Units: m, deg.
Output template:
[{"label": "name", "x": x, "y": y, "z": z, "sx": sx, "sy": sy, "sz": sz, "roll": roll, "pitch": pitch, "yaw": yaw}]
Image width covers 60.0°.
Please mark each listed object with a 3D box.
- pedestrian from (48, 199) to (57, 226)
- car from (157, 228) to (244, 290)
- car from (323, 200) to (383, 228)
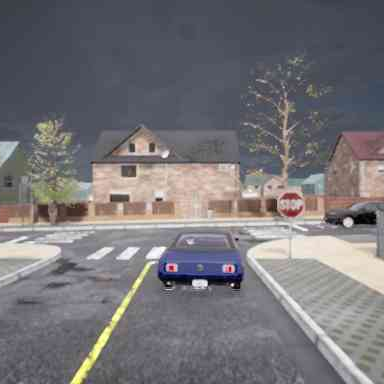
[{"label": "pedestrian", "x": -9.647, "y": 1.407, "z": 23.018, "sx": 0.375, "sy": 1.860, "sz": 0.375, "roll": 0, "pitch": 2, "yaw": 0}, {"label": "car", "x": 0.372, "y": 1.662, "z": 9.282, "sx": 1.895, "sy": 1.301, "sz": 4.718, "roll": 0, "pitch": 0, "yaw": 5}, {"label": "car", "x": 10.560, "y": 1.291, "z": 20.109, "sx": 5.008, "sy": 1.535, "sz": 1.882, "roll": -1, "pitch": 0, "yaw": -1}]
